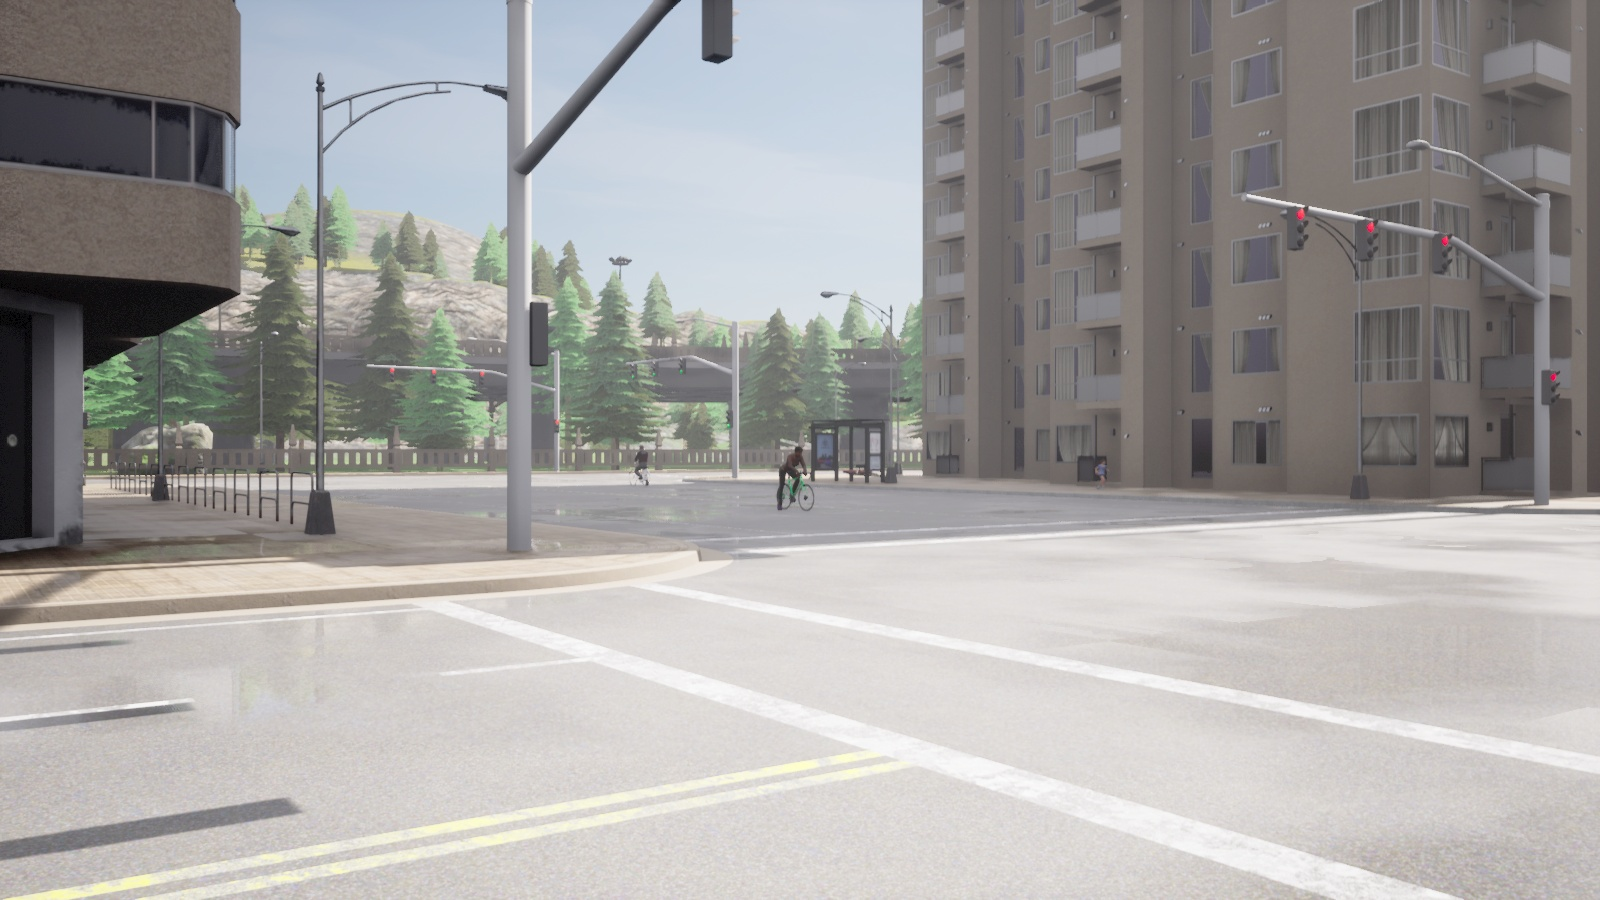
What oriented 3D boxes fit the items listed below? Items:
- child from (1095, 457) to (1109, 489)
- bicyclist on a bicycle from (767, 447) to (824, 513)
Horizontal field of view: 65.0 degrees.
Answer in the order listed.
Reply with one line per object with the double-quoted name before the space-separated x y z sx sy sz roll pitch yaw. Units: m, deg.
"child" 10.643 0.801 44.261 0.255 1.110 0.394 0 0 -36
"bicyclist on a bicycle" -0.123 0.739 31.741 0.582 1.620 1.656 0 0 -35
